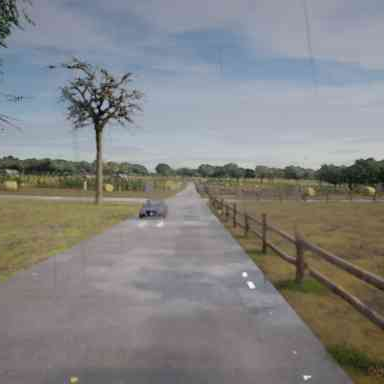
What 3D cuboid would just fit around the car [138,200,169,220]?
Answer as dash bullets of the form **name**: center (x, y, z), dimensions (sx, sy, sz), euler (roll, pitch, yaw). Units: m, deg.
- **car**: center (-2.820, 1.295, 25.173), dimensions (1.994, 1.385, 4.181), euler (0, 1, 0)
